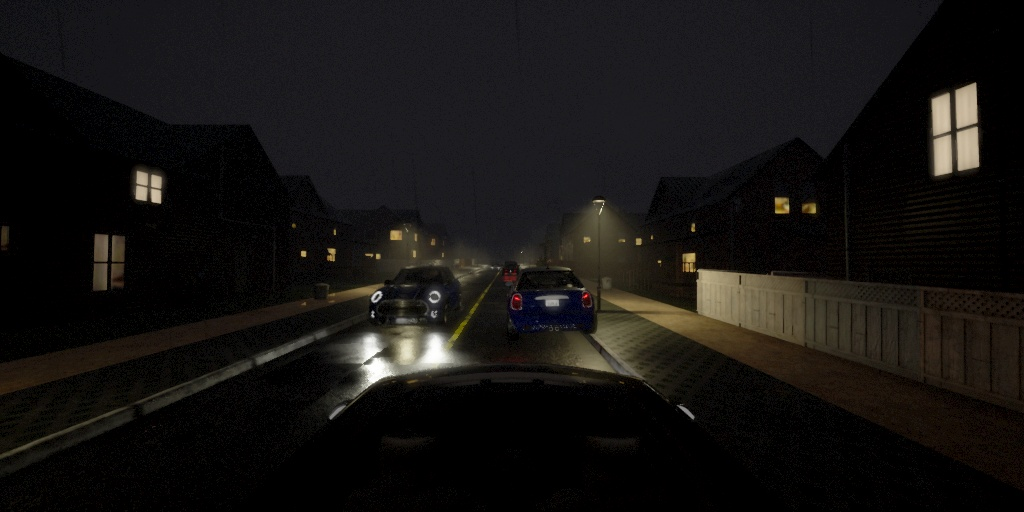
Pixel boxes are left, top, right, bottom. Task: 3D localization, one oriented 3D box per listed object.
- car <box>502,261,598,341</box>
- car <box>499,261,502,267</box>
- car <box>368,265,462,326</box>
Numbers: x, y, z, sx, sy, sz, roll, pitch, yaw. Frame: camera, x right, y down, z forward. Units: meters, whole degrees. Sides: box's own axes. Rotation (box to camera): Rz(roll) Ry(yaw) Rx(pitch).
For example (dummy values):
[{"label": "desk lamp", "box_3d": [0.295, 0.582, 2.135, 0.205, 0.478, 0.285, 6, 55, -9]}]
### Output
[{"label": "car", "box_3d": [0.883, 1.076, 10.093, 2.097, 1.767, 4.553, -2, 0, 0]}, {"label": "car", "box_3d": [-0.139, 1.301, 38.822, 1.837, 1.490, 4.892, 0, 0, 0]}, {"label": "car", "box_3d": [-2.906, 1.110, 11.648, 2.097, 1.767, 4.553, 0, 0, 0]}]
